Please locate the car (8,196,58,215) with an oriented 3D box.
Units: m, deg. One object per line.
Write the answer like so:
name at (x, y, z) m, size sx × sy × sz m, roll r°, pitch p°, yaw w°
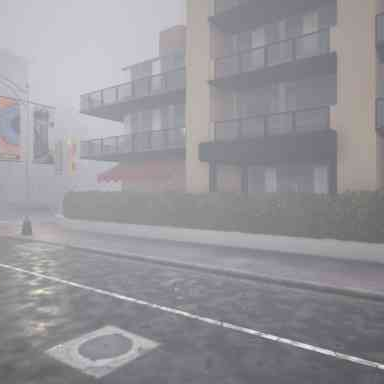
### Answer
car at (-16.258, 1.491, 34.272) m, size 2.128 × 1.511 × 4.902 m, roll 0°, pitch 0°, yaw 36°
